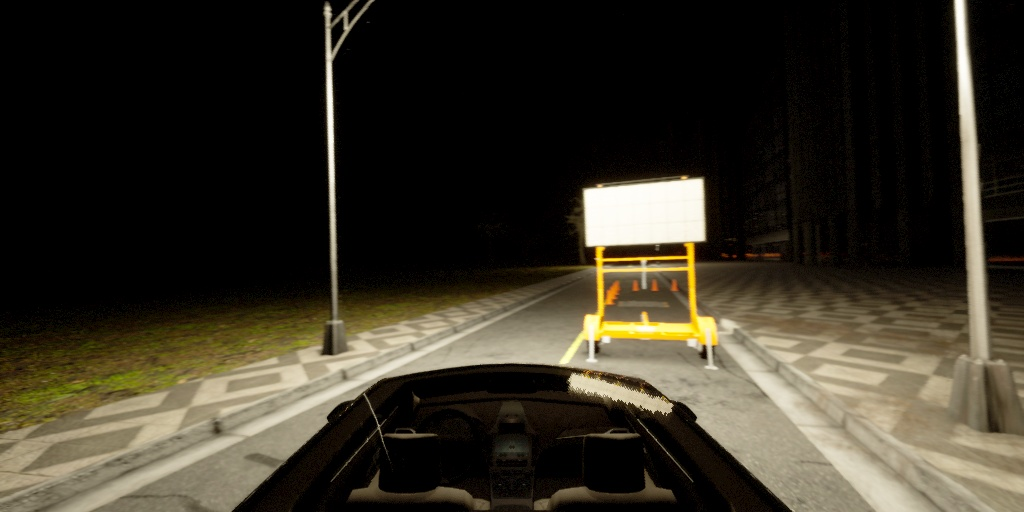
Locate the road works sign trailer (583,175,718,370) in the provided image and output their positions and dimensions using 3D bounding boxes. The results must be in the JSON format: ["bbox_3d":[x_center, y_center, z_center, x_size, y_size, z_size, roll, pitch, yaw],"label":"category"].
[{"bbox_3d":[2.908,0.170,7.749,2.380,3.560,2.880,0,0,19],"label":"road works sign trailer"}]
